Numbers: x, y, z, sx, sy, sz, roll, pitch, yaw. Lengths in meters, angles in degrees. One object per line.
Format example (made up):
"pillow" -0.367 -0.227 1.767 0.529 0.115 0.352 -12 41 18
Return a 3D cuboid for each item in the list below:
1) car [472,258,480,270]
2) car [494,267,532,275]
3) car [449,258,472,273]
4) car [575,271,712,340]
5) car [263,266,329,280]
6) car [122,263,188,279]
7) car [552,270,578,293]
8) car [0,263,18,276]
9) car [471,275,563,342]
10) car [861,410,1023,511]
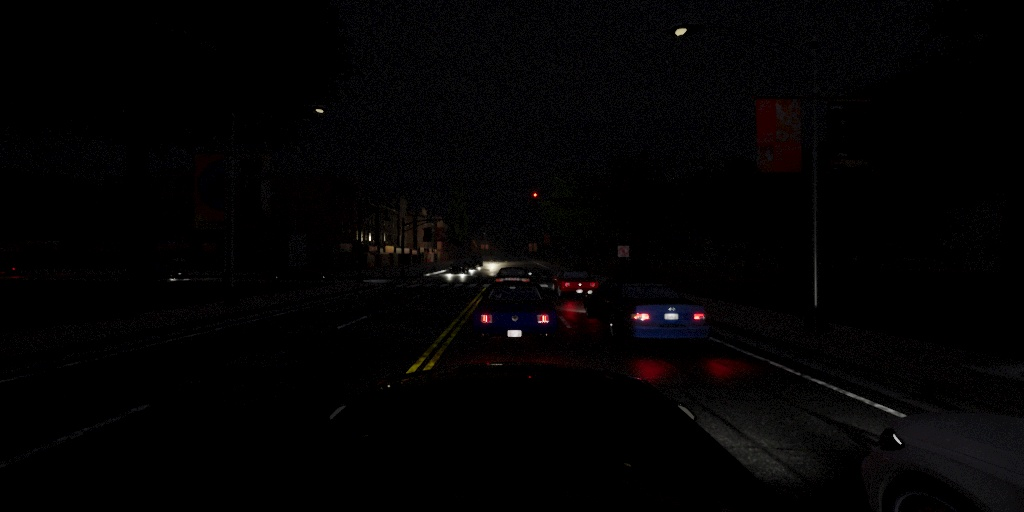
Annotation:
"car" -6.599 1.356 55.136 1.994 1.385 4.181 0 0 1
"car" 0.047 1.313 19.194 1.882 1.535 5.008 0 0 0
"car" -6.614 1.337 45.109 1.882 1.535 5.008 0 0 1
"car" 3.329 1.321 9.979 2.033 1.411 5.357 0 0 0
"car" -18.094 1.448 30.270 4.718 1.301 1.895 1 0 0
"car" -30.051 1.300 30.273 4.181 1.385 1.994 0 0 0
"car" 3.299 1.439 19.622 1.895 1.301 4.718 0 0 0
"car" -49.238 1.239 33.184 4.718 1.301 1.895 0 0 1
"car" 0.079 1.374 9.854 1.895 1.301 4.718 0 0 0
"car" 3.344 1.275 0.503 1.812 1.442 4.674 0 0 0
